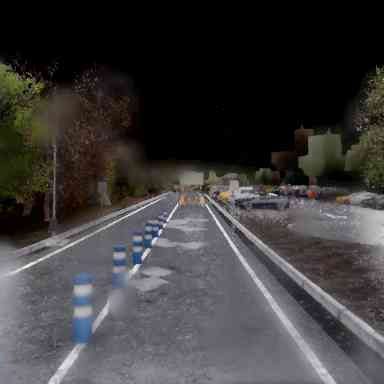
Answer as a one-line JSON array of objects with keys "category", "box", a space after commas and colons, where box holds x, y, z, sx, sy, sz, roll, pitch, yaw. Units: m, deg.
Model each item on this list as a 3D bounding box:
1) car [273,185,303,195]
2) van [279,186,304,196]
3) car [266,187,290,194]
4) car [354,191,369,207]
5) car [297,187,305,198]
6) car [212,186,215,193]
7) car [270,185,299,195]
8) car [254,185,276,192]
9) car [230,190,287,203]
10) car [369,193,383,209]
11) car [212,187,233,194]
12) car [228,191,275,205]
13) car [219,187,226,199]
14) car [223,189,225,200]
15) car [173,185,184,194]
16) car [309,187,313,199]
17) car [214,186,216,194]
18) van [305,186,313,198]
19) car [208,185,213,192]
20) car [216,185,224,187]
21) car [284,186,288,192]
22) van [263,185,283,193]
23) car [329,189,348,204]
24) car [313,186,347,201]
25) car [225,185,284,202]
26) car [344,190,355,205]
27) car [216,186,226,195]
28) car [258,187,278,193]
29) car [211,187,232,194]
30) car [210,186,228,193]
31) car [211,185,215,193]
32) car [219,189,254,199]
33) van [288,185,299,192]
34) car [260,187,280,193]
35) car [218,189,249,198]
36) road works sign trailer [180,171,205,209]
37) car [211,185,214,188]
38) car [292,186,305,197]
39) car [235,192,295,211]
[{"category": "car", "box": [20.179, -0.398, 70.152, 5.566, 2.045, 2.435, 0, 1, 0]}, {"category": "van", "box": [20.067, -0.307, 67.385, 4.442, 1.987, 1.878, 0, 1, 0]}, {"category": "car", "box": [20.271, -0.343, 78.467, 5.008, 1.535, 2.097, 0, 1, 0]}, {"category": "car", "box": [19.874, 0.914, 34.174, 4.792, 1.488, 2.163, 0, 2, 0]}, {"category": "car", "box": [20.097, 0.292, 53.678, 4.792, 1.488, 2.163, 0, 2, 1]}, {"category": "car", "box": [7.076, -0.049, 67.579, 4.792, 1.488, 2.163, 0, 1, 0]}, {"category": "car", "box": [20.202, -0.463, 72.922, 5.566, 2.045, 2.435, 0, 1, 0]}, {"category": "car", "box": [20.366, -0.923, 92.433, 5.566, 2.045, 2.435, 0, 1, 0]}, {"category": "car", "box": [6.830, 0.889, 34.290, 5.008, 1.535, 2.097, 0, 2, 0]}, {"category": "car", "box": [19.913, 0.844, 31.525, 4.553, 1.767, 2.185, 0, 2, 0]}, {"category": "car", "box": [7.205, -0.339, 78.680, 4.892, 1.521, 2.231, 0, 1, 0]}, {"category": "car", "box": [7.057, 0.706, 39.838, 5.366, 1.575, 1.946, 0, 2, 0]}, {"category": "car", "box": [6.733, 0.527, 45.390, 5.366, 1.575, 1.946, 0, 2, 0]}, {"category": "car", "box": [6.901, 0.621, 42.614, 4.892, 1.521, 2.231, 0, 2, 0]}, {"category": "car", "box": [-3.086, -0.637, 77.281, 2.150, 2.045, 5.566, 0, 1, 0]}, {"category": "car", "box": [19.992, 0.467, 48.016, 4.792, 1.488, 2.163, 0, 2, 0]}, {"category": "car", "box": [7.088, 0.082, 62.028, 4.792, 1.488, 2.163, 0, 1, 0]}, {"category": "van", "box": [20.161, 0.120, 50.899, 4.442, 1.987, 1.878, 0, 2, 0]}, {"category": "car", "box": [6.990, -0.278, 75.906, 5.366, 1.575, 1.946, 0, 1, 0]}, {"category": "car", "box": [7.066, -0.005, 59.252, 4.553, 1.767, 2.185, 0, 1, 0]}, {"category": "car", "box": [20.142, 0.049, 61.851, 5.008, 1.535, 2.097, 0, 1, 0]}, {"category": "van", "box": [20.441, -0.702, 84.125, 4.442, 1.987, 1.878, 0, 1, 0]}, {"category": "car", "box": [19.765, 0.702, 39.712, 5.366, 1.575, 1.946, 0, 2, 0]}, {"category": "car", "box": [20.026, 0.275, 45.239, 5.566, 2.045, 2.435, 0, 2, 0]}, {"category": "car", "box": [6.876, 0.548, 37.056, 5.566, 2.045, 2.435, 0, 2, 0]}, {"category": "car", "box": [19.924, 0.835, 36.943, 4.674, 1.452, 2.002, 0, 2, 0]}, {"category": "car", "box": [6.780, 0.347, 51.060, 5.366, 1.575, 1.946, 0, 2, 0]}, {"category": "car", "box": [20.365, -0.604, 89.545, 5.008, 1.535, 2.097, 0, 1, 0]}, {"category": "car", "box": [7.216, -0.405, 81.455, 4.892, 1.521, 2.231, 0, 1, 0]}, {"category": "car", "box": [7.261, -0.728, 89.778, 4.553, 1.767, 2.185, 0, 1, 0]}, {"category": "car", "box": [7.099, -0.114, 70.355, 4.792, 1.488, 2.163, 0, 1, 0]}, {"category": "car", "box": [7.173, 0.267, 53.709, 5.366, 1.575, 1.946, 0, 2, 0]}, {"category": "van", "box": [20.005, -0.108, 59.061, 4.442, 1.987, 1.878, 0, 1, 0]}, {"category": "car", "box": [20.345, -0.498, 86.775, 4.674, 1.452, 2.002, 0, 1, 0]}, {"category": "car", "box": [7.005, 0.193, 56.477, 4.892, 1.521, 2.231, 0, 2, 0]}, {"category": "road works sign trailer", "box": [-0.019, -0.259, 32.932, 2.380, 3.560, 2.880, 0, 2, 0]}, {"category": "car", "box": [7.123, -0.180, 73.130, 4.792, 1.488, 2.163, 0, 1, 0]}, {"category": "car", "box": [20.119, 0.218, 56.316, 4.792, 1.488, 2.163, 0, 1, 0]}, {"category": "car", "box": [6.772, 1.008, 31.517, 4.792, 1.488, 2.163, 0, 2, 0]}]
